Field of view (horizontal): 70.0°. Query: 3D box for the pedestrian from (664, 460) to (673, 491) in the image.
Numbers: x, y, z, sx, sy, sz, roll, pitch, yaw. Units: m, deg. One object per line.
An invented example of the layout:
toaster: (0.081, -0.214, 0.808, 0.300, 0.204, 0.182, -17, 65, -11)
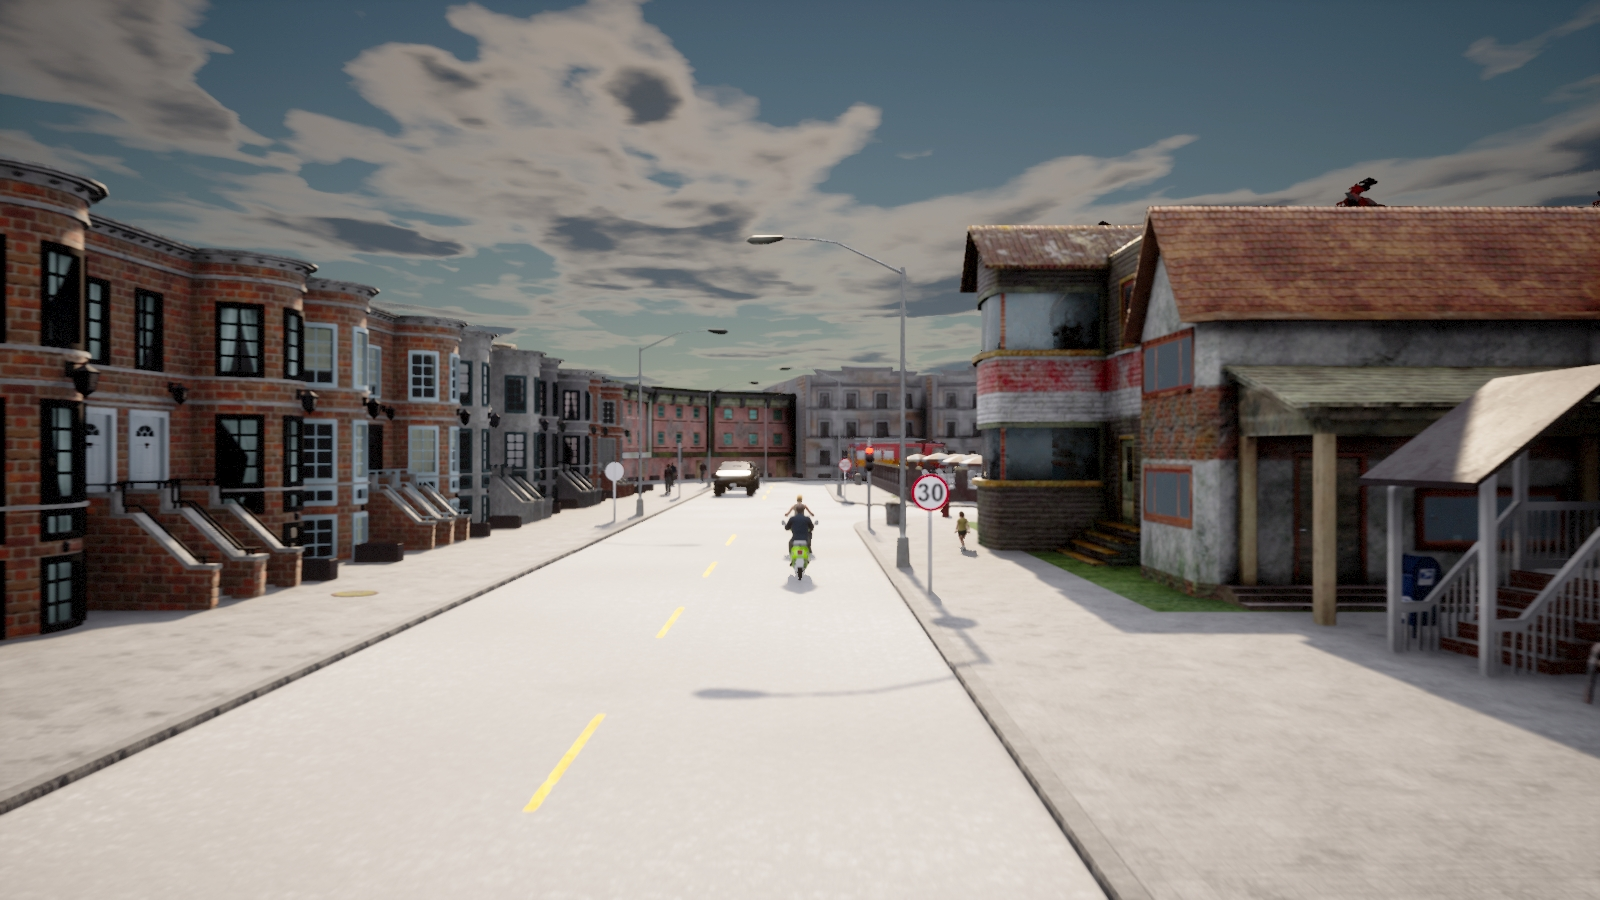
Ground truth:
pedestrian: (-7.863, 1.518, 68.284, 0.375, 1.860, 0.375, 0, 0, 21)

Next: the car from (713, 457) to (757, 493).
car: (-3.994, 1.533, 71.387, 2.390, 2.098, 6.274, 0, 0, 0)

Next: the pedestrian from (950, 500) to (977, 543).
pedestrian: (4.354, 1.904, 30.444, 0.500, 1.100, 0.500, 0, 0, -25)
